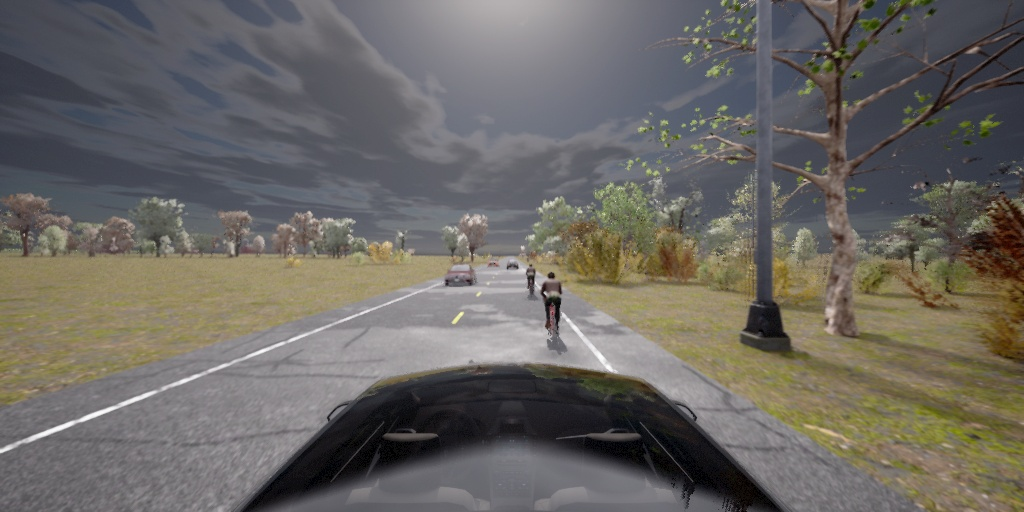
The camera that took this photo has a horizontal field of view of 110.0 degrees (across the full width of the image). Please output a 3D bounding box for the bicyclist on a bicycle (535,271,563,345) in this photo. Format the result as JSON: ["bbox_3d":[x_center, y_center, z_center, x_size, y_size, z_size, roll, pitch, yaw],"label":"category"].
[{"bbox_3d":[0.963,1.210,8.604,0.582,1.620,1.656,0,0,0],"label":"bicyclist on a bicycle"}]

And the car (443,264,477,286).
[{"bbox_3d":[-3.594,1.300,25.676,1.812,1.442,4.674,0,0,0],"label":"car"}]

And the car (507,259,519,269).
[{"bbox_3d":[0.102,1.410,57.977,1.895,1.301,4.718,0,0,0],"label":"car"}]

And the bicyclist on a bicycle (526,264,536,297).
[{"bbox_3d":[0.963,1.220,18.049,0.582,1.620,1.656,0,0,0],"label":"bicyclist on a bicycle"}]
